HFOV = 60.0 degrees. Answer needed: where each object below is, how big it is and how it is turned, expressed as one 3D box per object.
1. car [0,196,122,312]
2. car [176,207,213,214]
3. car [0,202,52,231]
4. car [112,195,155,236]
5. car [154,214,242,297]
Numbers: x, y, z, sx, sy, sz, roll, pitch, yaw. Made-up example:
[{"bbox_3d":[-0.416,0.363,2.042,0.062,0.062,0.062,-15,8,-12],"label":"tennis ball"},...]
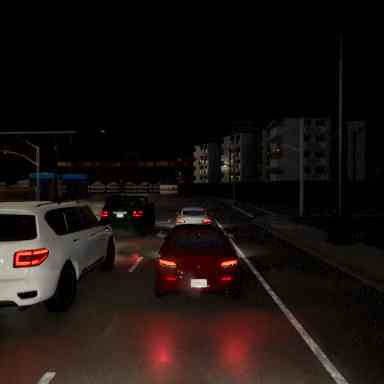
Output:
[{"bbox_3d":[-3.383,1.217,7.821,2.150,2.045,5.566,0,0,0],"label":"car"},{"bbox_3d":[0.115,1.490,17.550,1.812,1.442,4.674,0,0,1],"label":"car"},{"bbox_3d":[-10.458,1.394,20.315,1.812,1.442,4.674,0,0,0],"label":"car"},{"bbox_3d":[-3.352,1.179,18.180,2.150,2.045,5.566,0,0,0],"label":"car"},{"bbox_3d":[0.120,1.521,8.463,1.812,1.442,4.674,0,0,0],"label":"car"}]
